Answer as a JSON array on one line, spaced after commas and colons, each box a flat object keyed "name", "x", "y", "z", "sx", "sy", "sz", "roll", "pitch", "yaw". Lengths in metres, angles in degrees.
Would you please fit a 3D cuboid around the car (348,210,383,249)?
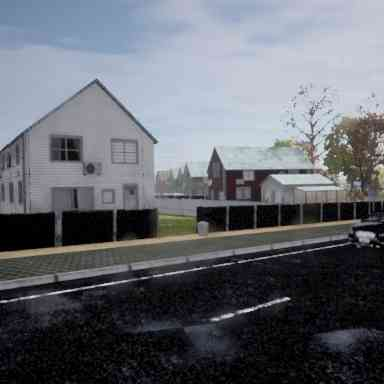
[{"name": "car", "x": 8.278, "y": 1.487, "z": 13.513, "sx": 4.902, "sy": 1.511, "sz": 2.128, "roll": 0, "pitch": 0, "yaw": -35}]
